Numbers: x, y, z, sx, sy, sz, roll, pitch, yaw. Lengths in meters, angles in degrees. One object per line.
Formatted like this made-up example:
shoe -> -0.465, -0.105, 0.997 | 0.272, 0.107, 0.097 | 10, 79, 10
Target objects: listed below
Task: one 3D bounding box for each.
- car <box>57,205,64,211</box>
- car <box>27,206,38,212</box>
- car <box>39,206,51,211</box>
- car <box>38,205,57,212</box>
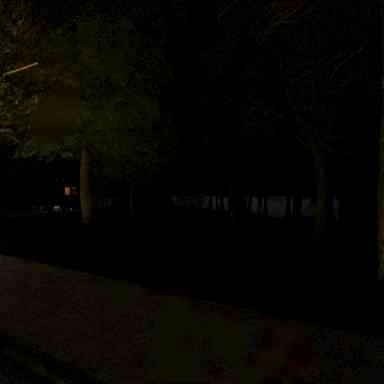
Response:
car -> -35.149, 4.236, 87.523 | 2.128, 1.511, 4.902 | 0, -2, -9
car -> -36.705, 3.910, 77.083 | 1.837, 1.490, 4.892 | 0, -2, -9
car -> -38.355, 4.273, 86.988 | 1.994, 1.385, 4.181 | 0, -2, -9
car -> -33.436, 3.884, 77.240 | 1.837, 1.490, 4.892 | 0, -2, -9
